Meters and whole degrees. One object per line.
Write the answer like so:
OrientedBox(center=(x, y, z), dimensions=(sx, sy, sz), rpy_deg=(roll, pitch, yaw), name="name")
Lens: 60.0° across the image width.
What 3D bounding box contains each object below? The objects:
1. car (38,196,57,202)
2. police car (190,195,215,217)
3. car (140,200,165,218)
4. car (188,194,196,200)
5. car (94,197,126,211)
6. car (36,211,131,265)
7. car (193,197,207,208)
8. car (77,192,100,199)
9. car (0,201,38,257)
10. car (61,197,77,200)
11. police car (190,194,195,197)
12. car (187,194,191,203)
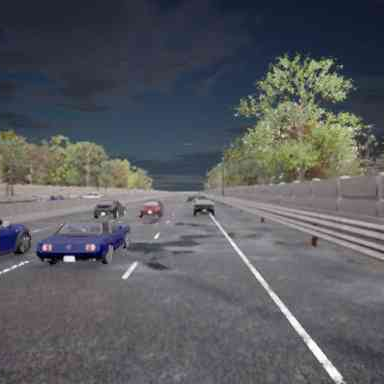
OrientedBox(center=(-24.527, 1.381, 56.620), dimensions=(1.812, 1.442, 4.674), rpy_deg=(0, 0, 1), name="car")
OrientedBox(center=(1.052, 1.343, 30.730), dimensions=(1.930, 1.638, 5.238), rpy_deg=(0, 0, 0), name="police car")
OrientedBox(center=(-3.411, 1.448, 29.263), dimensions=(1.812, 1.442, 4.674), rpy_deg=(0, 0, 0), name="car")
OrientedBox(center=(0.006, 1.196, 81.242), dimensions=(1.837, 1.490, 4.892), rpy_deg=(0, 0, 0), name="car")
OrientedBox(center=(-6.898, 1.430, 28.235), dimensions=(1.837, 1.490, 4.892), rpy_deg=(0, 0, 0), name="car")
OrientedBox(center=(-3.399, 1.570, 11.472), dimensions=(1.895, 1.301, 4.718), rpy_deg=(0, 0, 0), name="car")
OrientedBox(center=(1.054, 1.403, 46.621), dimensions=(1.812, 1.442, 4.674), rpy_deg=(0, 0, 0), name="car")
OrientedBox(center=(-17.526, 1.074, 57.773), dimensions=(2.150, 2.045, 5.566), rpy_deg=(0, 0, 1), name="car")
OrientedBox(center=(-6.899, 1.324, 10.251), dimensions=(2.097, 1.767, 4.553), rpy_deg=(0, 0, 0), name="car")
OrientedBox(center=(-21.020, 1.454, 57.757), dimensions=(1.895, 1.301, 4.718), rpy_deg=(0, 0, 1), name="car")
OrientedBox(center=(1.053, 1.318, 40.731), dimensions=(1.930, 1.638, 5.238), rpy_deg=(0, 0, 0), name="police car")
OrientedBox(center=(0.005, 1.326, 65.495), dimensions=(1.837, 1.490, 4.892), rpy_deg=(0, 0, 0), name="car")
